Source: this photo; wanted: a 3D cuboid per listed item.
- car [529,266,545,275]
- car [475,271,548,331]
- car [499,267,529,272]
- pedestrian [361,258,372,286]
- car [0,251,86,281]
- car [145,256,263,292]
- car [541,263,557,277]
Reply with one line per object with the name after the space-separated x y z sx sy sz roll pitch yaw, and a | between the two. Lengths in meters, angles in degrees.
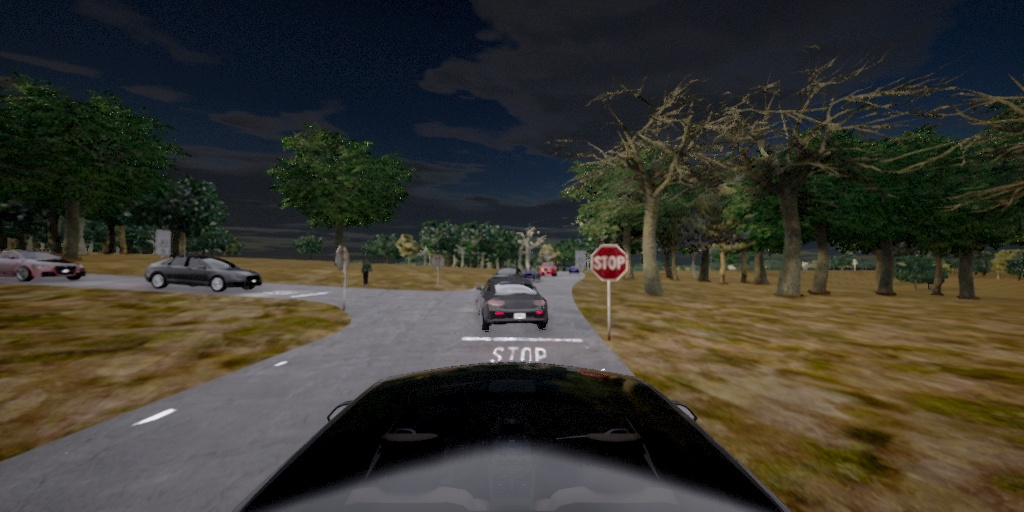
1.914 2.010 38.377 1.895 1.301 4.718 0 -1 14 | car
-0.130 1.385 11.400 1.812 1.442 4.674 0 -1 -8 | car
-0.218 1.689 29.084 1.837 1.490 4.892 0 -1 14 | car
-9.306 0.993 22.804 0.375 1.860 0.375 0 -4 4 | pedestrian
-23.542 0.454 17.472 4.181 1.385 1.994 3 -2 4 | car
-14.317 0.802 16.780 4.892 1.490 1.837 3 -2 5 | car
5.272 1.971 52.151 2.150 2.045 5.566 0 -2 14 | car
